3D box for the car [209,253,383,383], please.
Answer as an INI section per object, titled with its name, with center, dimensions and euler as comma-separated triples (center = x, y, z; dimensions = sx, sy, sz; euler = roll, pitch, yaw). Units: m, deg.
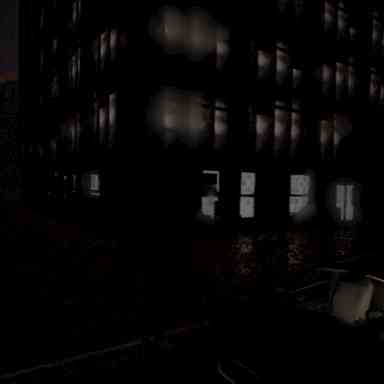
[car]
center = 2.224, 1.518, 4.049
dimensions = 4.403, 1.369, 2.008
euler = 1, 1, -34
